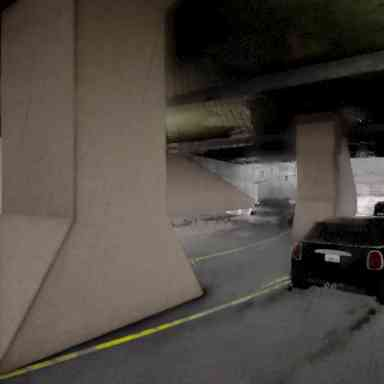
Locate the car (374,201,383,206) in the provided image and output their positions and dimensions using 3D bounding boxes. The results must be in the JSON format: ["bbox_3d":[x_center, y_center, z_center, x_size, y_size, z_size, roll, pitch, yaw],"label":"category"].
[{"bbox_3d":[20.413,1.703,35.300,1.812,1.442,4.674,-1,-1,29],"label":"car"}]

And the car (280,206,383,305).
[{"bbox_3d":[4.356,1.400,8.487,2.097,1.767,4.553,-1,-1,42],"label":"car"}]

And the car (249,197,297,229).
[{"bbox_3d":[5.865,1.382,23.610,2.150,2.045,5.566,-1,0,29],"label":"car"}]

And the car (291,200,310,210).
[{"bbox_3d":[16.302,1.917,49.937,1.895,1.301,4.718,-1,-1,29],"label":"car"}]
